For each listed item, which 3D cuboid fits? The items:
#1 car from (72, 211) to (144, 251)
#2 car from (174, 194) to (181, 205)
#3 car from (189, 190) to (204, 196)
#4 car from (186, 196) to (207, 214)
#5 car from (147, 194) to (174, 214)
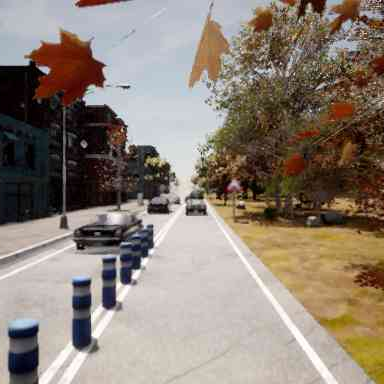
[{"bbox_3d":[-3.280,1.505,13.817,1.895,1.301,4.718,0,0,1],"label":"car"},{"bbox_3d":[-2.679,1.105,49.258,2.128,1.511,4.902,0,1,1],"label":"car"},{"bbox_3d":[0.713,0.765,52.009,2.150,2.045,5.566,0,1,1],"label":"car"},{"bbox_3d":[0.396,1.351,31.395,1.895,1.301,4.718,0,1,1],"label":"car"},{"bbox_3d":[-3.045,1.226,31.570,1.882,1.535,5.008,0,0,1],"label":"car"}]
